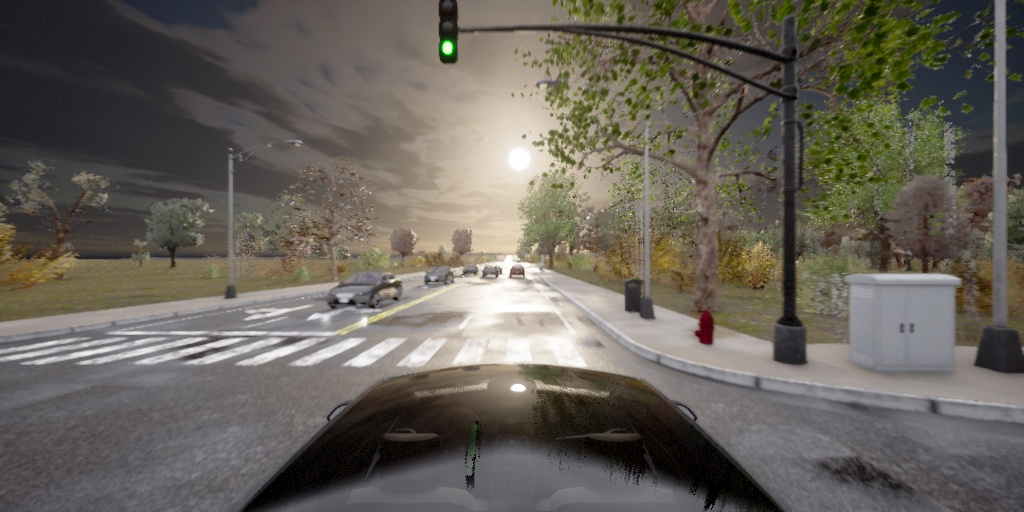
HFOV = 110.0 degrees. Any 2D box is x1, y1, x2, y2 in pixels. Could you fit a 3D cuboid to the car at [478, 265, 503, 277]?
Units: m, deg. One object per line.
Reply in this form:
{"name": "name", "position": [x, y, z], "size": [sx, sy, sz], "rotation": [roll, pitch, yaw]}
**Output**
{"name": "car", "position": [-2.576, 1.800, 44.275], "size": [2.128, 1.511, 4.902], "rotation": [0, -1, 1]}

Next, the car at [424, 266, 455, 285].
{"name": "car", "position": [-6.153, 1.639, 30.699], "size": [2.128, 1.511, 4.902], "rotation": [0, -1, 1]}

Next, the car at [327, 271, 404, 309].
{"name": "car", "position": [-6.411, 1.457, 16.217], "size": [2.128, 1.511, 4.902], "rotation": [0, 0, 1]}

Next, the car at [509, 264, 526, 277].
{"name": "car", "position": [0.674, 1.783, 44.219], "size": [1.882, 1.535, 5.008], "rotation": [0, -1, 1]}

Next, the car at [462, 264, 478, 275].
{"name": "car", "position": [-5.724, 1.914, 50.134], "size": [1.837, 1.490, 4.892], "rotation": [0, -1, 1]}
